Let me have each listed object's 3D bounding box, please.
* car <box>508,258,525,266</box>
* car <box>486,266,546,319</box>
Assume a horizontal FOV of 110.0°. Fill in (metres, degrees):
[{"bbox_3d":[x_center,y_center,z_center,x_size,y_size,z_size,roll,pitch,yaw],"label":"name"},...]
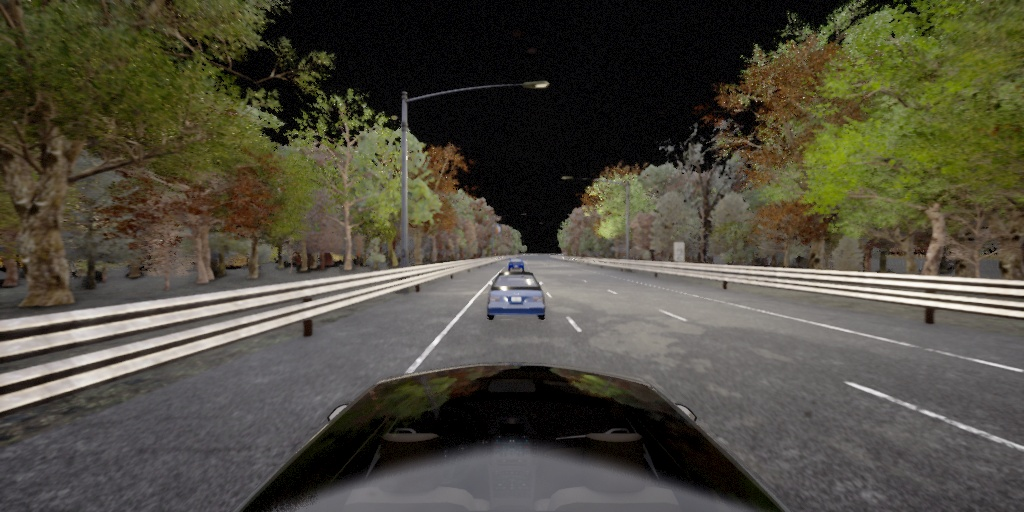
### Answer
[{"bbox_3d":[0.520,1.000,43.486,1.882,1.535,5.008,0,0,1],"label":"car"},{"bbox_3d":[0.133,1.239,12.515,2.033,1.411,5.357,0,0,0],"label":"car"}]
